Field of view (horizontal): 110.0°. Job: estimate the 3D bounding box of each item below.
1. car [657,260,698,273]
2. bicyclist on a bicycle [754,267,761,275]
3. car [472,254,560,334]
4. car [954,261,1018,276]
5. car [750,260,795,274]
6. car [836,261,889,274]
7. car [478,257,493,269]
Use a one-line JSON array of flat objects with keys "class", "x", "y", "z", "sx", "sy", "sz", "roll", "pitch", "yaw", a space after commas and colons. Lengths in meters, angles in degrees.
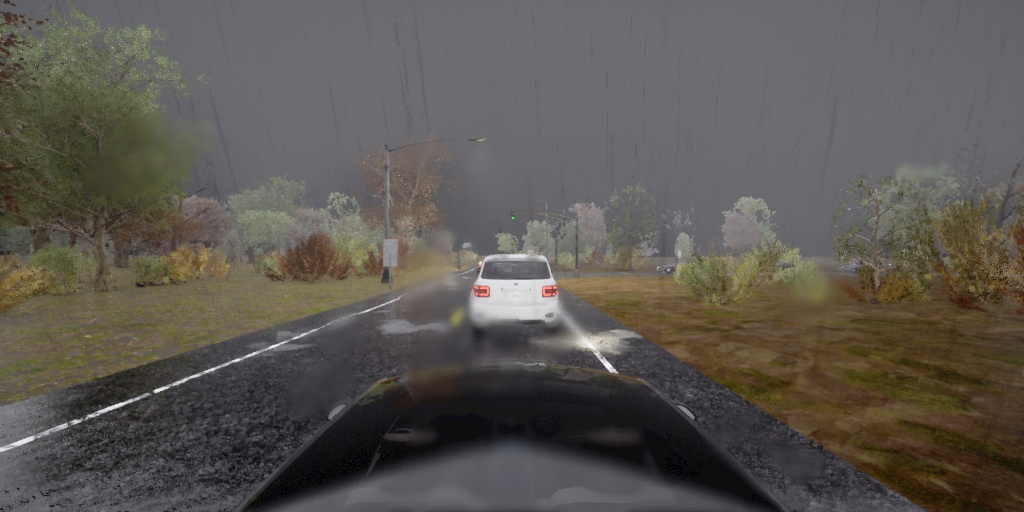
[{"class": "car", "x": 19.360, "y": 1.253, "z": 41.599, "sx": 4.902, "sy": 1.511, "sz": 2.128, "roll": 0, "pitch": 0, "yaw": 1}, {"class": "bicyclist on a bicycle", "x": 24.010, "y": 1.222, "z": 35.220, "sx": 0.582, "sy": 1.620, "sz": 1.656, "roll": 0, "pitch": 0, "yaw": 1}, {"class": "car", "x": 0.086, "y": 0.971, "z": 10.730, "sx": 2.150, "sy": 2.045, "sz": 5.566, "roll": 0, "pitch": 0, "yaw": 0}, {"class": "car", "x": 49.065, "y": 1.278, "z": 37.105, "sx": 4.902, "sy": 1.511, "sz": 2.128, "roll": 0, "pitch": 0, "yaw": 5}, {"class": "car", "x": 29.715, "y": 1.246, "z": 41.365, "sx": 5.008, "sy": 1.535, "sz": 1.882, "roll": 0, "pitch": 0, "yaw": 2}, {"class": "car", "x": 39.857, "y": 1.267, "z": 40.885, "sx": 4.902, "sy": 1.511, "sz": 2.128, "roll": 0, "pitch": 0, "yaw": 3}, {"class": "car", "x": -4.218, "y": 1.102, "z": 57.548, "sx": 2.097, "sy": 1.767, "sz": 4.553, "roll": 0, "pitch": 0, "yaw": -2}]
